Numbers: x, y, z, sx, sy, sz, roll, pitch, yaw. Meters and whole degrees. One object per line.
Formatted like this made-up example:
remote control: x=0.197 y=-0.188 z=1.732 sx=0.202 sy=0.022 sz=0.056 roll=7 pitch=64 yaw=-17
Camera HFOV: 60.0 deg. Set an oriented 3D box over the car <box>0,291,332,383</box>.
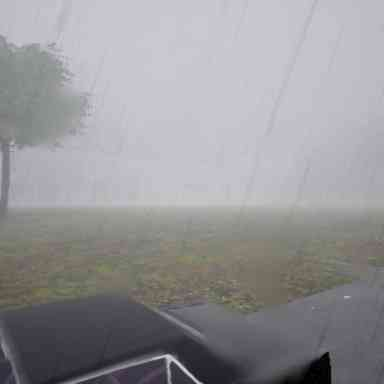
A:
car: x=-1.144 y=1.603 z=2.316 sx=4.718 sy=1.301 sz=1.895 roll=0 pitch=0 yaw=-36
